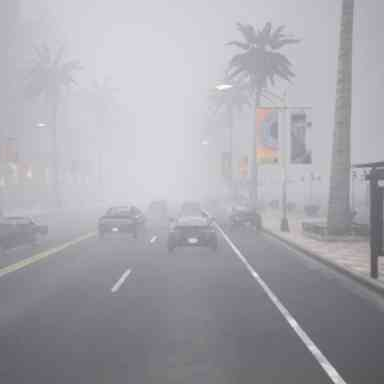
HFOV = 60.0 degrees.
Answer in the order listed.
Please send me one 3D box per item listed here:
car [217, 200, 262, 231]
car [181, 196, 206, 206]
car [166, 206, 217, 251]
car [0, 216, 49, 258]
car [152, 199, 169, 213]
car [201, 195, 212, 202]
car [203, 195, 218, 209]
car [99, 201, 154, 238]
[{"bbox_3d":[2.987,1.450,20.321,2.231,1.521,4.892,0,0,0],"label":"car"},{"bbox_3d":[-0.062,1.448,32.201,2.128,1.511,4.902,0,0,0],"label":"car"},{"bbox_3d":[0.013,1.507,13.827,1.812,1.442,4.674,0,0,0],"label":"car"},{"bbox_3d":[-7.112,1.595,12.154,1.895,1.301,4.718,0,0,0],"label":"car"},{"bbox_3d":[-3.584,1.448,36.189,2.128,1.511,4.902,0,0,0],"label":"car"},{"bbox_3d":[3.038,1.413,71.627,2.161,1.482,4.786,0,0,0],"label":"car"},{"bbox_3d":[2.844,1.284,49.696,2.185,1.767,4.553,0,0,0],"label":"car"},{"bbox_3d":[-3.489,1.473,17.466,2.128,1.511,4.902,0,0,0],"label":"car"}]
